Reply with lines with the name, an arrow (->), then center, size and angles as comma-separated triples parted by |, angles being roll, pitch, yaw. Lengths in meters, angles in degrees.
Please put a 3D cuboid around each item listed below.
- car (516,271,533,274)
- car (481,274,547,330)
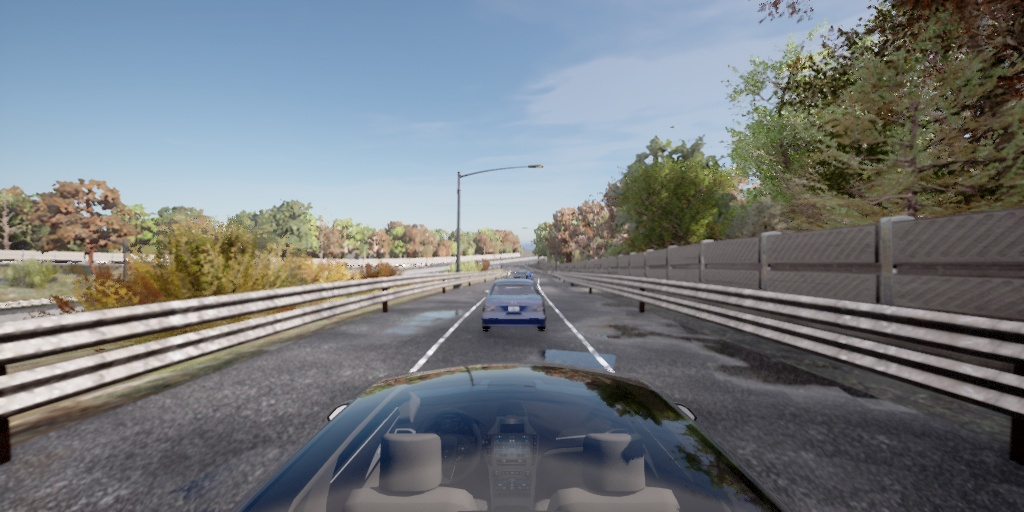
car -> 1.191, 2.326, 37.772 | 1.882, 1.535, 5.008 | 0, -2, 4
car -> 0.069, 1.446, 11.603 | 2.033, 1.411, 5.357 | 0, -1, 1
